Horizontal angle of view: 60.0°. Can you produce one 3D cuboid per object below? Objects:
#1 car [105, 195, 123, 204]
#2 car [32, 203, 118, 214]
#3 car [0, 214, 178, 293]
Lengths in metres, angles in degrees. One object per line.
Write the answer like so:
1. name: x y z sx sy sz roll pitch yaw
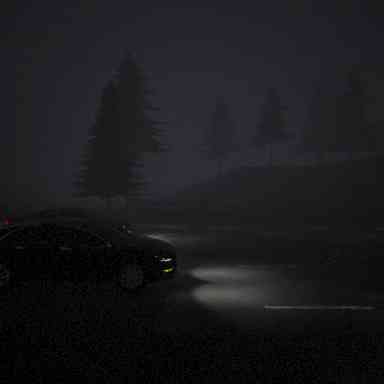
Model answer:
1. car: -11.212 1.096 47.512 2.033 1.411 5.357 1 0 -2
2. car: -5.465 1.375 14.977 5.357 1.411 2.033 1 0 -1
3. car: -2.773 1.414 8.013 4.892 1.490 1.837 0 0 -1
